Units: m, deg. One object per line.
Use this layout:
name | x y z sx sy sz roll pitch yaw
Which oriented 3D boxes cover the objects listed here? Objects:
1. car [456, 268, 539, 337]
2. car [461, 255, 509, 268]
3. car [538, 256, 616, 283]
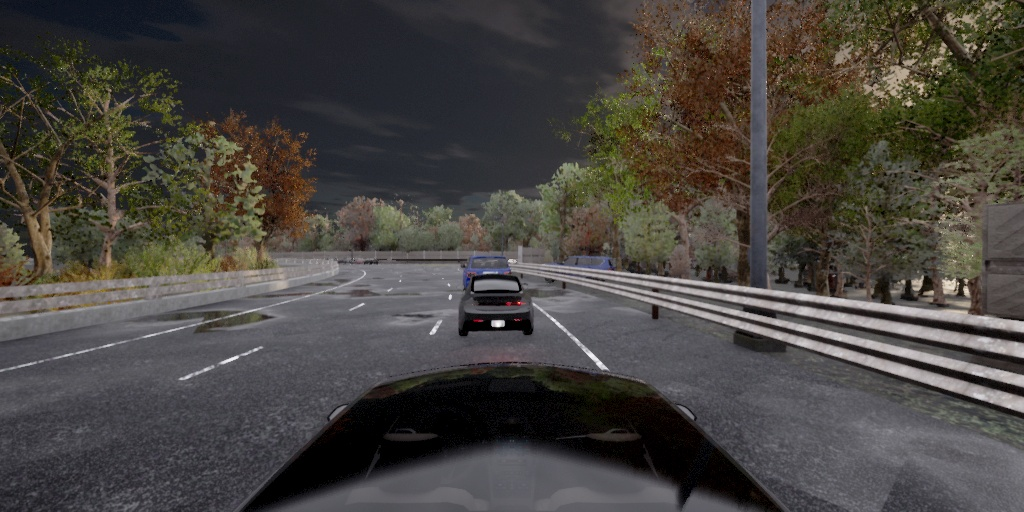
car | -0.537 1.252 10.370 1.837 1.490 4.892 0 0 -5
car | -1.325 0.966 17.857 2.150 2.045 5.566 0 0 -9
car | 4.749 0.991 26.239 5.566 2.045 2.150 3 1 19
